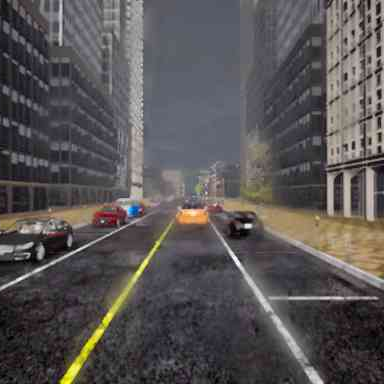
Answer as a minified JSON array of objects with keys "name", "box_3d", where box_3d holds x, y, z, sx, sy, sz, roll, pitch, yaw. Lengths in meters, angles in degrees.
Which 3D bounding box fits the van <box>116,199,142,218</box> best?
[{"name":"van","box_3d":[-5.726,1.471,29.194,1.690,1.788,3.998,0,0,0]}]

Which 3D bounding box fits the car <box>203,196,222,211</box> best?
[{"name":"car","box_3d":[2.640,1.617,40.574,1.967,1.590,4.097,0,0,0]}]

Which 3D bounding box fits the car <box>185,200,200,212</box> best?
[{"name":"car","box_3d":[0.050,1.707,41.722,1.812,1.442,4.674,0,0,0]}]

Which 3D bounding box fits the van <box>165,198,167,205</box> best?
[{"name":"van","box_3d":[-5.763,1.586,57.655,1.690,1.788,3.998,0,0,0]}]

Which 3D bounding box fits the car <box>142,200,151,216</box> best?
[{"name":"car","box_3d":[-5.734,1.736,34.885,1.802,1.307,4.206,0,0,0]}]

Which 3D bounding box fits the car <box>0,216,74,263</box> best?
[{"name":"car","box_3d":[-5.704,1.606,12.117,2.008,1.369,4.403,0,0,0]}]

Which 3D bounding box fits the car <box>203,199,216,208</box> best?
[{"name":"car","box_3d":[2.623,1.804,51.958,1.802,1.307,4.206,0,0,0]}]

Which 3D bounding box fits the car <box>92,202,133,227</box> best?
[{"name":"car","box_3d":[-5.719,1.650,23.501,1.887,1.381,4.507,0,0,0]}]

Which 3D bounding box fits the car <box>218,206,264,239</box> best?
[{"name":"car","box_3d":[2.669,1.646,17.807,1.947,1.339,4.313,0,0,0]}]

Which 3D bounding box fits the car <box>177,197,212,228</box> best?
[{"name":"car","box_3d":[0.067,1.457,23.494,2.097,1.767,4.553,0,0,0]}]

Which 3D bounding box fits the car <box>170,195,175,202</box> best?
[{"name":"car","box_3d":[-5.802,1.879,85.944,1.752,1.417,4.829,0,0,0]}]

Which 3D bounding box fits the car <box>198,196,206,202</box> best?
[{"name":"car","box_3d":[2.578,1.794,86.110,1.967,1.590,4.097,0,0,0]}]

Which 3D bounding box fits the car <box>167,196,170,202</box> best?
[{"name":"car","box_3d":[-5.772,1.833,63.346,1.947,1.339,4.313,0,0,0]}]

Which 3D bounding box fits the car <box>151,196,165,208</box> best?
[{"name":"car","box_3d":[-5.756,1.663,51.961,1.967,1.590,4.097,0,0,0]}]
